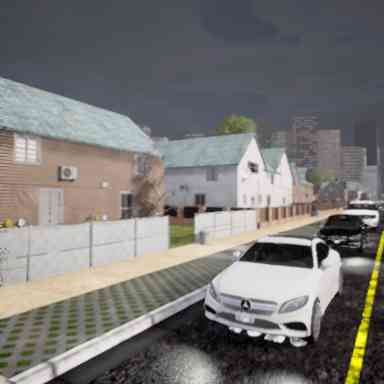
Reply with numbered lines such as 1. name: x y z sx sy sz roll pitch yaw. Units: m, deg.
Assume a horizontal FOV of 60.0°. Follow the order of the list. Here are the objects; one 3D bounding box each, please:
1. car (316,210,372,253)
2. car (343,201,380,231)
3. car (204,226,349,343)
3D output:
1. car: 7.103 1.802 15.513 1.837 1.490 4.892 -1 -1 31
2. car: 12.575 1.693 24.617 2.150 2.045 5.566 -1 -1 31
3. car: 1.992 1.661 7.001 1.812 1.442 4.674 -1 -1 31
